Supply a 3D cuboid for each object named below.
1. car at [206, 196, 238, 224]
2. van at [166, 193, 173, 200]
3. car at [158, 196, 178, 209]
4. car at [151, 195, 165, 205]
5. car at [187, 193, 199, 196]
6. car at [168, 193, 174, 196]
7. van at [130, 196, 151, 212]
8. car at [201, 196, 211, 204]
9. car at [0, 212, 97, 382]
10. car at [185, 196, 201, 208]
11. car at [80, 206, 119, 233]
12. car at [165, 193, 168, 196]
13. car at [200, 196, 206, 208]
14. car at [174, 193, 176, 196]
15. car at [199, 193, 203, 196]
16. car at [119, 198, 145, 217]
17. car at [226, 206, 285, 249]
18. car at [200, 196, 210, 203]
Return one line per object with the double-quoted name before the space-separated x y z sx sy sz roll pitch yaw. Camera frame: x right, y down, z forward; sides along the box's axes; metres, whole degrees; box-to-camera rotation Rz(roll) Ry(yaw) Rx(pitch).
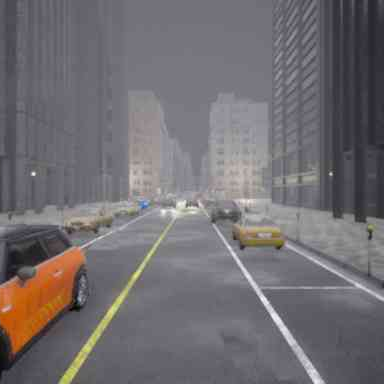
"car" 2.383 1.355 24.736 2.097 1.767 4.553 0 0 0
"van" -5.870 1.259 87.362 1.690 1.788 3.998 0 0 0
"car" -3.097 1.594 45.284 1.895 1.301 4.718 0 0 0
"car" -5.866 1.563 53.521 1.802 1.307 4.206 0 0 0
"car" -0.009 1.511 65.175 2.033 1.411 5.357 0 0 0
"car" -5.869 1.507 76.081 1.947 1.339 4.313 0 0 0
"van" -5.865 1.342 36.602 1.690 1.788 3.998 0 0 0
"car" 2.658 1.543 64.778 1.802 1.307 4.206 0 0 0
"car" -3.101 1.350 4.713 2.097 1.767 4.553 0 0 0
"car" 0.034 1.591 47.958 1.895 1.301 4.718 0 0 1
"car" -5.870 1.525 19.477 1.752 1.417 4.829 0 0 1
"car" -5.867 1.412 59.162 1.967 1.590 4.097 0 0 0
"car" 2.660 1.541 47.860 2.008 1.369 4.403 0 0 0
"car" -5.869 1.245 81.721 2.192 1.841 5.009 0 0 0
"car" 2.659 1.412 59.138 1.967 1.590 4.097 0 0 0
"car" -5.865 1.527 30.790 1.752 1.417 4.829 0 0 0
"car" 2.664 1.524 14.232 1.752 1.417 4.829 0 0 1
"car" 2.658 1.496 70.417 1.887 1.381 4.507 0 0 0
